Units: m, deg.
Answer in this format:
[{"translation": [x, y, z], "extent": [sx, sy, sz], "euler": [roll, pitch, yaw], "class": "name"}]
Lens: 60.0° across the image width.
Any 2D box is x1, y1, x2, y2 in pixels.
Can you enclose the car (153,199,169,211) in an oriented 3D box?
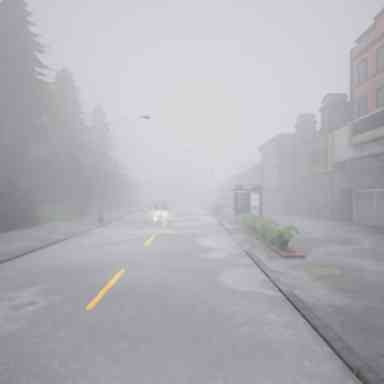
[{"translation": [-4.091, 1.679, 44.872], "extent": [2.128, 1.511, 4.902], "euler": [0, 0, 0], "class": "car"}]
